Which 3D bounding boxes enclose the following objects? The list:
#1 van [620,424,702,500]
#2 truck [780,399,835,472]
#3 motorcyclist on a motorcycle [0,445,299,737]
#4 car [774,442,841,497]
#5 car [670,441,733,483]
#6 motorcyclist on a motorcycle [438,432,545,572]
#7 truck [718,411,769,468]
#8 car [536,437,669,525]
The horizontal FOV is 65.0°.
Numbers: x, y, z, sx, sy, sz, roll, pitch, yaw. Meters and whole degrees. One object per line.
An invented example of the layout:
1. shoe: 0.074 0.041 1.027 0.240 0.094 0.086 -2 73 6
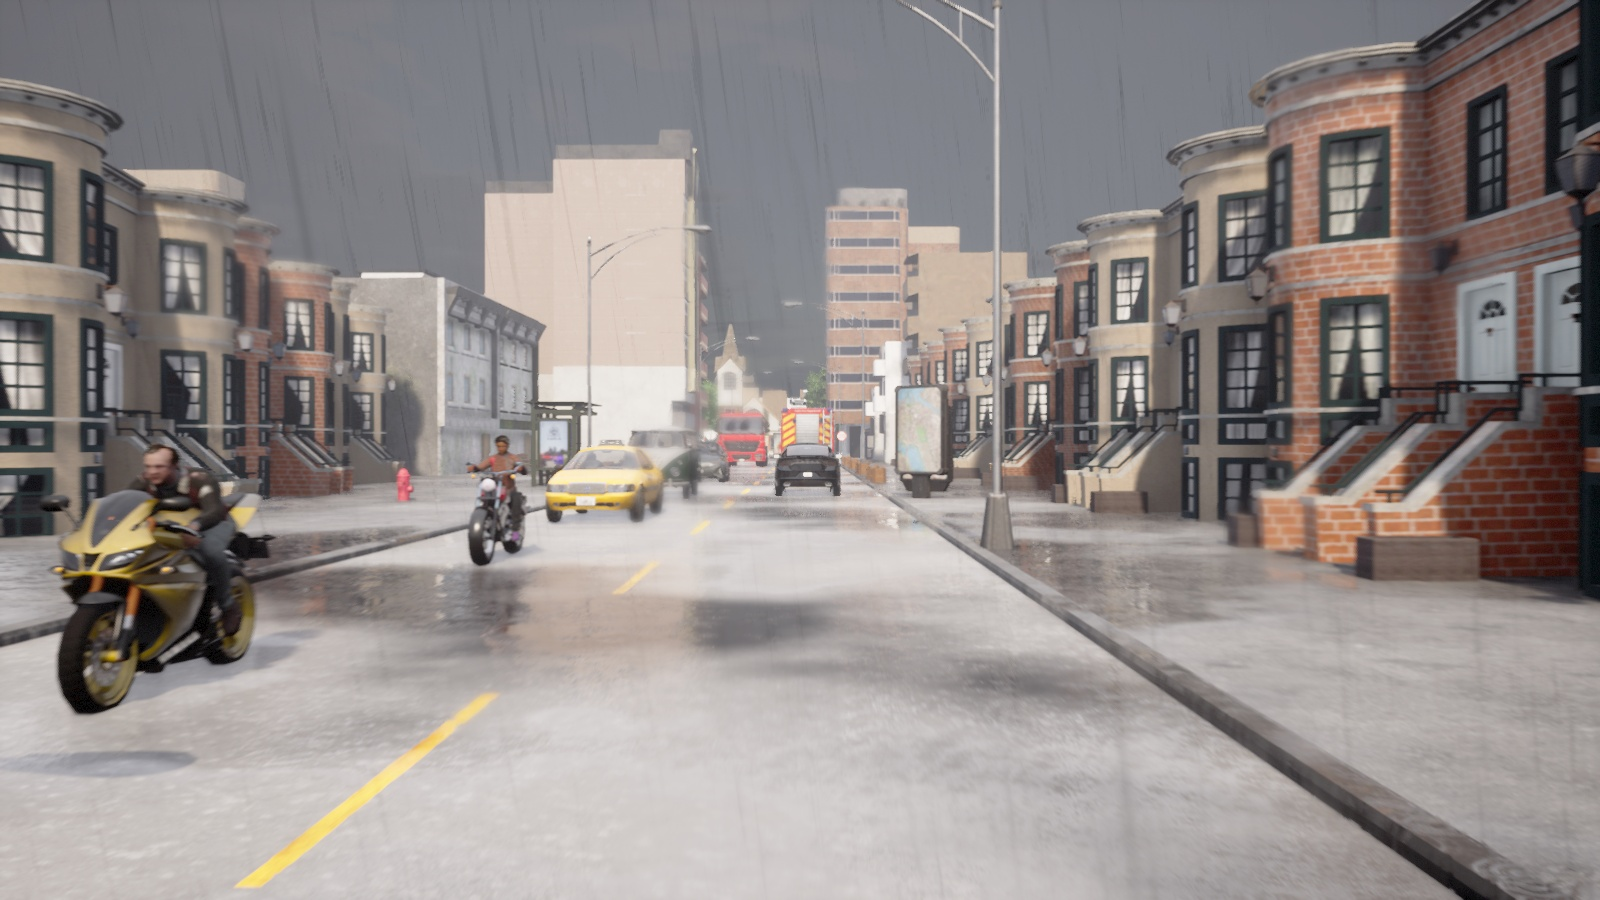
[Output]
1. van: -3.787 0.305 34.950 1.775 1.987 4.442 0 0 0
2. truck: 0.407 -0.802 70.205 2.891 3.827 8.468 0 0 0
3. motorcyclist on a motorcycle: -3.941 0.736 7.683 0.866 1.530 2.191 0 0 0
4. car: 0.228 0.519 37.563 1.882 1.535 5.008 0 0 0
5. car: -3.712 0.426 48.063 2.007 1.525 4.514 0 0 0
6. motorcyclist on a motorcycle: -3.894 0.606 16.052 0.766 1.649 2.350 0 0 0
7. truck: -3.553 -0.679 80.508 2.891 3.462 7.936 0 0 0
8. car: -3.841 0.544 25.311 1.801 1.575 5.366 0 0 0
